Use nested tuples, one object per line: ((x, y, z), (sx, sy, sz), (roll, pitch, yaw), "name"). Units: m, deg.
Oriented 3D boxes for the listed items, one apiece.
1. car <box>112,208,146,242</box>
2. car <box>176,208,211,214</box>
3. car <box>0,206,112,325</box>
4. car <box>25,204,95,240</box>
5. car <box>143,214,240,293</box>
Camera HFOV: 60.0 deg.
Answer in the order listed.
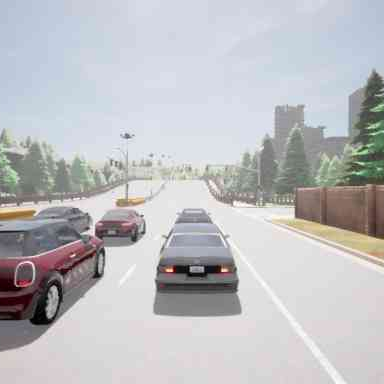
((-3.402, 1.526, 16.255), (1.812, 1.442, 4.674), (0, 0, -1), "car")
((0.101, 1.564, 18.205), (1.994, 1.385, 4.181), (0, 0, 0), "car")
((-3.401, 1.352, 7.260), (2.097, 1.767, 4.553), (0, 0, 0), "car")
((-6.901, 1.505, 18.060), (1.837, 1.490, 4.892), (0, 0, 0), "car")
((0.100, 1.547, 8.965), (2.033, 1.411, 5.357), (0, 0, 0), "car")
